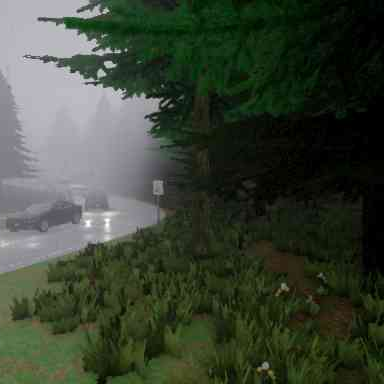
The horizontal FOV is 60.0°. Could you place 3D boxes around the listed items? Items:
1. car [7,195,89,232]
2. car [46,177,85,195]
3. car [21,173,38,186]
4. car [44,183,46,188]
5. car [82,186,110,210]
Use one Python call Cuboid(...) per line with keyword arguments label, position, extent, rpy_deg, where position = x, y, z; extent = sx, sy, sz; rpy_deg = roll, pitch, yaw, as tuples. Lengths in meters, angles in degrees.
Cuboid(label="car", position=(-8.122, 1.226, 18.789), extent=(1.882, 1.535, 5.008), rpy_deg=(0, 2, 12))
Cuboid(label="car", position=(-13.934, -0.564, 37.849), extent=(5.566, 2.045, 2.150), rpy_deg=(7, 5, 40))
Cuboid(label="car", position=(-25.641, -2.127, 52.452), extent=(2.150, 2.045, 5.566), rpy_deg=(0, 5, -30))
Cuboid(label="car", position=(-18.323, -0.951, 45.380), extent=(4.892, 1.490, 1.837), rpy_deg=(6, 4, 38))
Cuboid(label="car", position=(-8.318, 0.651, 28.895), extent=(1.837, 1.490, 4.892), rpy_deg=(0, 5, -19))
